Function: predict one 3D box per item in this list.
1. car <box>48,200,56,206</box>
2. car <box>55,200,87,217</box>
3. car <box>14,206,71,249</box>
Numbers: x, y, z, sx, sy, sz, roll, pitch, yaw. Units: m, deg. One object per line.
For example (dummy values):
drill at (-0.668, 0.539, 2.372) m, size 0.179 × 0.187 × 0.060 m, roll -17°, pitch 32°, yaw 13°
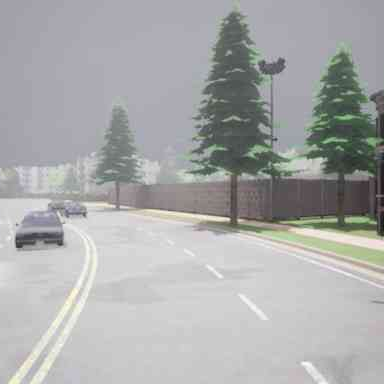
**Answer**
car at (-16.507, 1.649, 40.803) m, size 2.033 × 1.411 × 5.357 m, roll 0°, pitch 0°, yaw -30°
car at (-11.354, 1.625, 31.684) m, size 2.033 × 1.411 × 5.357 m, roll 0°, pitch 0°, yaw -29°
car at (-6.881, 1.586, 15.242) m, size 2.033 × 1.411 × 5.357 m, roll 0°, pitch 0°, yaw -23°
